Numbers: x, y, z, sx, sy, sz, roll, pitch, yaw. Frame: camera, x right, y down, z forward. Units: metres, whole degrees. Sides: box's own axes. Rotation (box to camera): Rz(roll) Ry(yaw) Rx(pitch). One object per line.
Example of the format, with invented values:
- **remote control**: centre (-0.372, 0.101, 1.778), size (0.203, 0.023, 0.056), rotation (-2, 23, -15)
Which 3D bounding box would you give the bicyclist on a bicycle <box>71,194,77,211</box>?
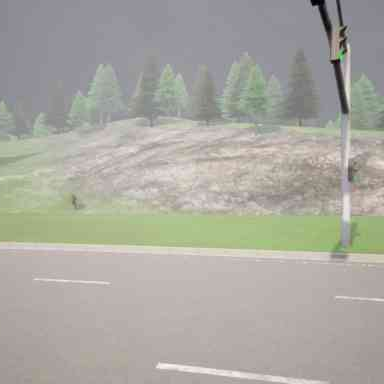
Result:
- **bicyclist on a bicycle**: centre (-11.958, 1.036, 33.798), size (0.582, 1.620, 1.656), rotation (-3, 15, -7)
